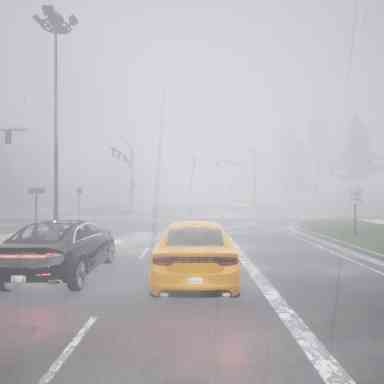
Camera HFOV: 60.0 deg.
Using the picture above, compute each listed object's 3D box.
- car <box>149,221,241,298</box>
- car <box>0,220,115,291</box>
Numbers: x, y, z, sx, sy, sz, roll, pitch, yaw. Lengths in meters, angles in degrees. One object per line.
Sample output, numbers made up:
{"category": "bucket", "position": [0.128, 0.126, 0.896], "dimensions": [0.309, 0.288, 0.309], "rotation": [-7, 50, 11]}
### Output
{"category": "car", "position": [0.072, 1.478, 8.578], "dimensions": [1.882, 1.535, 5.008], "rotation": [0, 0, 0]}
{"category": "car", "position": [-3.420, 1.492, 8.962], "dimensions": [2.128, 1.511, 4.902], "rotation": [0, 0, 0]}
